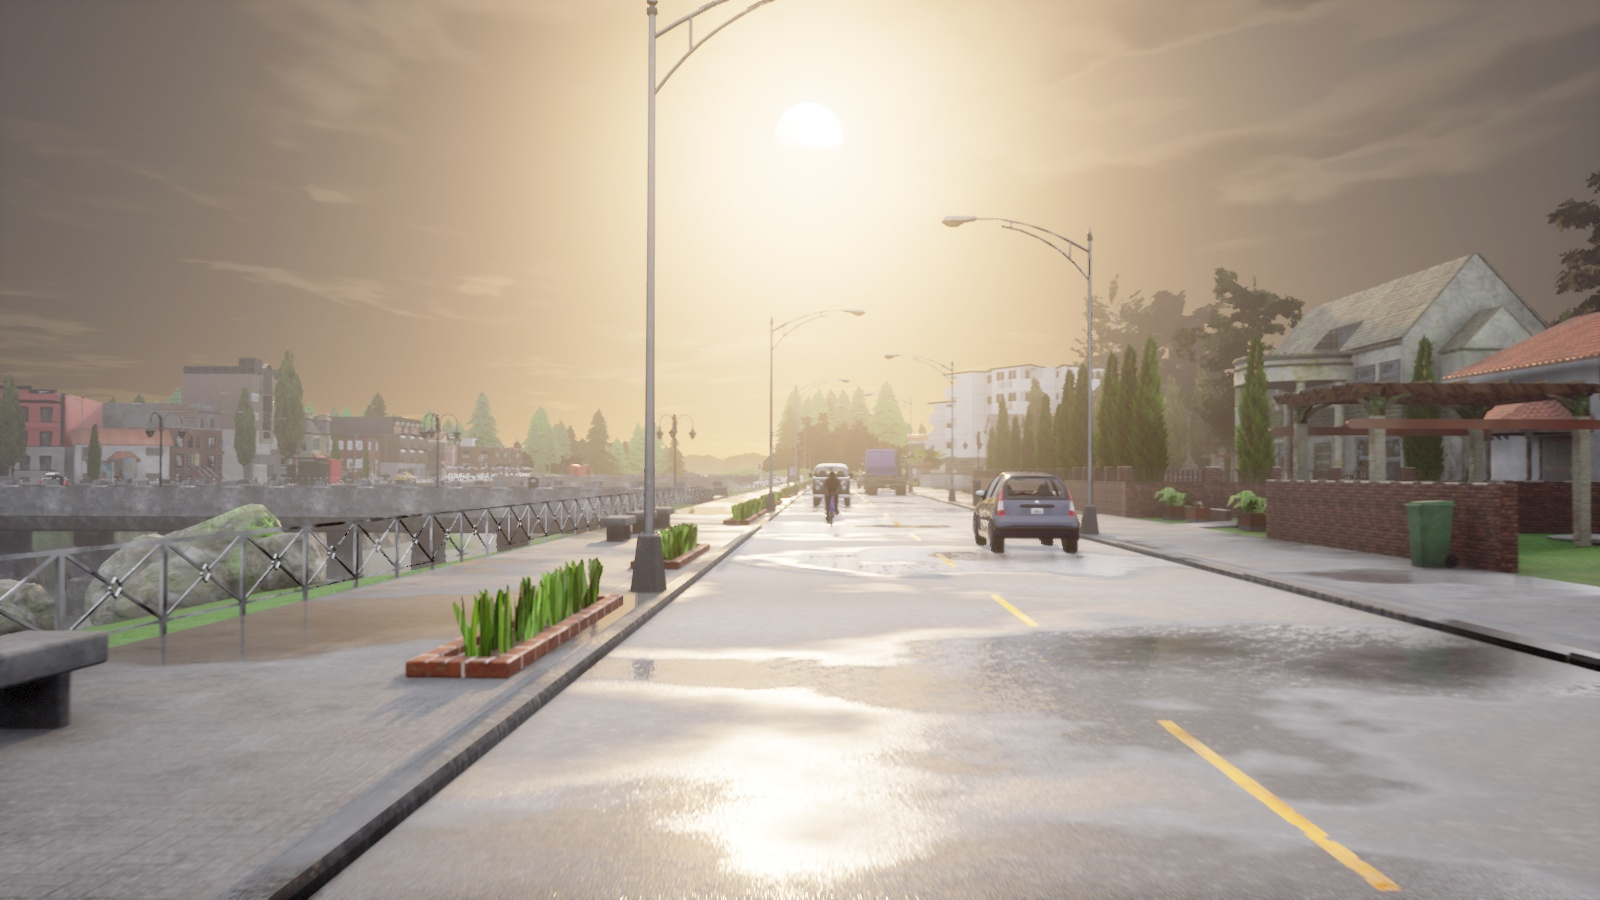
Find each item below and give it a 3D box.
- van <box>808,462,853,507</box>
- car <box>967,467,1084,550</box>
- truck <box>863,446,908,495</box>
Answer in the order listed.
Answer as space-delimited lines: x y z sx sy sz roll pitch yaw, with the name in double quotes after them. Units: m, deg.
1.487 1.637 59.575 2.069 2.038 4.480 0 -1 3 "van"
4.685 1.187 26.632 1.851 1.617 3.988 0 -1 1 "car"
6.205 1.513 92.370 2.891 3.462 7.936 0 -1 1 "truck"
